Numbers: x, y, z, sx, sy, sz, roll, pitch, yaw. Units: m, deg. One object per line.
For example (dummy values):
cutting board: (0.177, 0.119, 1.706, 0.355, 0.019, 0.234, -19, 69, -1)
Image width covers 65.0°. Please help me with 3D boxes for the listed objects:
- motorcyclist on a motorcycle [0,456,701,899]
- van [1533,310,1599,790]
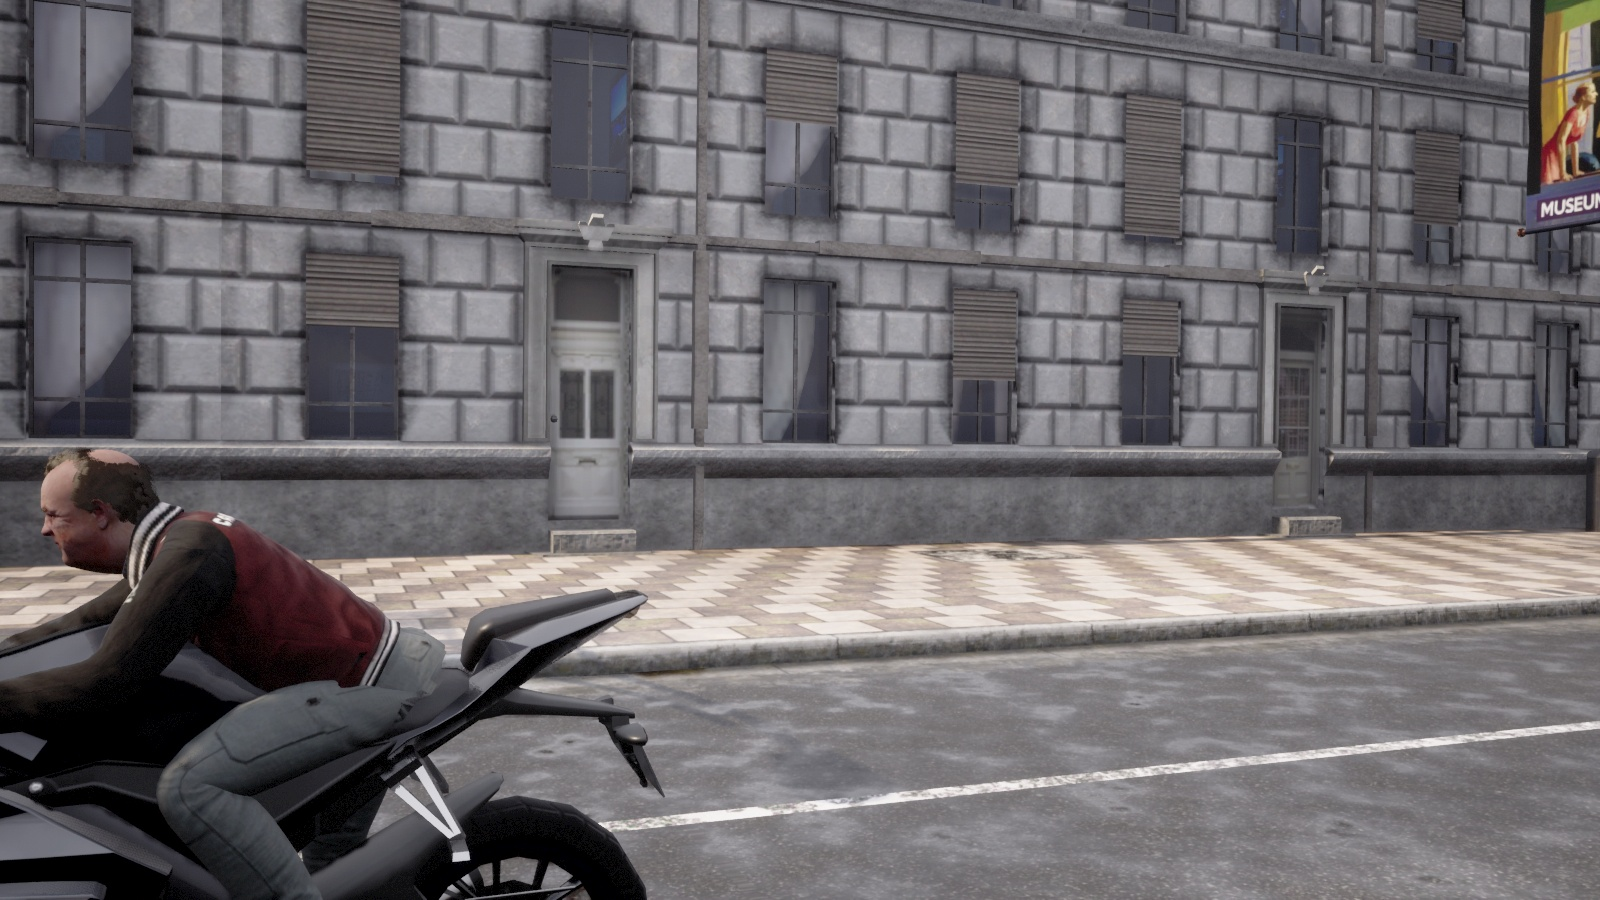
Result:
motorcyclist on a motorcycle: (-1.392, 0.804, 2.711, 2.191, 1.530, 0.866, -1, 1, -21)
van: (5.733, 0.364, 5.411, 4.480, 2.038, 2.069, -2, 1, -21)
